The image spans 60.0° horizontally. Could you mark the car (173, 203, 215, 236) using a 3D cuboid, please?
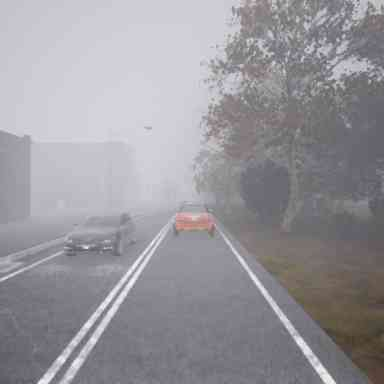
[{"bbox_3d":[0.102,1.386,18.699,2.097,1.767,4.553,0,0,0],"label":"car"}]

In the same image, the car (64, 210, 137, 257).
[{"bbox_3d":[-3.348,1.512,12.967,1.837,1.490,4.892,0,0,0],"label":"car"}]
